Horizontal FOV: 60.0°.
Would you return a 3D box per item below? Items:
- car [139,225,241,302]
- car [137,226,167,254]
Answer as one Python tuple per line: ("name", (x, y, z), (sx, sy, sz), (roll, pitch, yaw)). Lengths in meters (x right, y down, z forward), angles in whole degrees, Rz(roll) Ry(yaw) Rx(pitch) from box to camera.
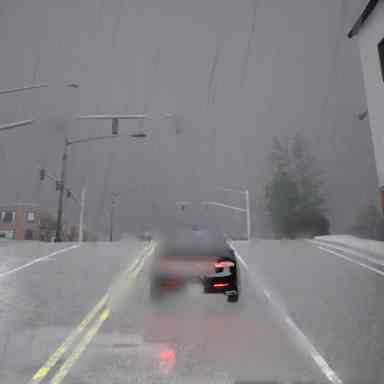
("car", (0.076, 1.595, 8.501), (2.128, 1.511, 4.902), (0, -1, 0))
("car", (-3.600, 4.646, 31.377), (2.150, 2.045, 5.566), (0, -14, 0))
